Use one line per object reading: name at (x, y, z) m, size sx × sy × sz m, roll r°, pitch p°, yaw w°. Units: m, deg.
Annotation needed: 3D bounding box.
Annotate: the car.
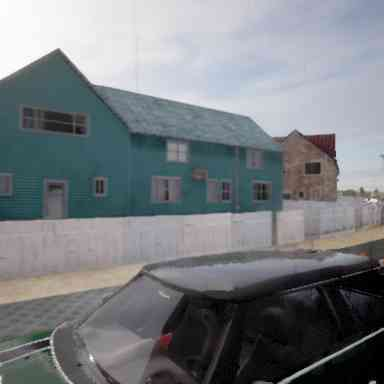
car at (0.136, 1.376, 2.710) m, size 4.553 × 1.767 × 2.097 m, roll 1°, pitch -1°, yaw -36°
